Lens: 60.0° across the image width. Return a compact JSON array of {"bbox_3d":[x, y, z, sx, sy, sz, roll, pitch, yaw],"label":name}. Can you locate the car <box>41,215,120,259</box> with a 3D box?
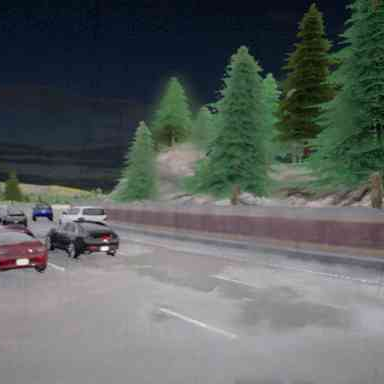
[{"bbox_3d":[-5.024,2.013,14.964,1.837,1.490,4.892,3,-3,-41],"label":"car"}]

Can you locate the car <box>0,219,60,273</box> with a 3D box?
[{"bbox_3d":[-6.304,1.835,11.107,1.812,1.442,4.674,4,-3,-42],"label":"car"}]

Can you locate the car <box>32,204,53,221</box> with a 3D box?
[{"bbox_3d":[-18.095,2.427,40.215,2.150,2.045,5.566,3,-3,-27],"label":"car"}]

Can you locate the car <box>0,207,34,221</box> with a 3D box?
[{"bbox_3d":[-15.787,2.309,29.447,2.128,1.511,4.902,3,-3,-33],"label":"car"}]

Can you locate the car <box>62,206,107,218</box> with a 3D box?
[{"bbox_3d":[-8.068,2.047,24.436,2.150,2.045,5.566,3,-3,-36],"label":"car"}]
